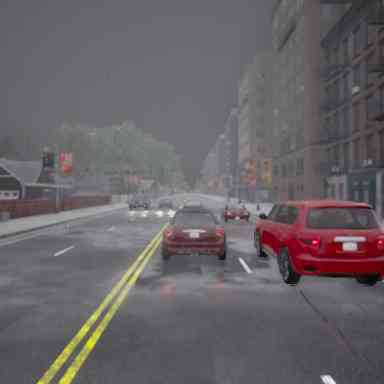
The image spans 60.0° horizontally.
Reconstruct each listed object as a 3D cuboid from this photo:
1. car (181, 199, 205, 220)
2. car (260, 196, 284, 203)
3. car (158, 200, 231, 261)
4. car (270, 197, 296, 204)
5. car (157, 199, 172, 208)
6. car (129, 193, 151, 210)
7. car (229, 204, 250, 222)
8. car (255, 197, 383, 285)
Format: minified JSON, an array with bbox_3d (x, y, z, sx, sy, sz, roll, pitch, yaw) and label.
[{"bbox_3d":[0.079,1.475,29.456,1.882,1.535,5.008,0,0,0],"label":"car"},{"bbox_3d":[16.350,1.564,68.168,4.313,1.339,1.947,0,0,0],"label":"car"},{"bbox_3d":[0.079,1.354,12.460,2.097,1.767,4.553,0,0,0],"label":"car"},{"bbox_3d":[16.359,1.535,60.143,4.206,1.307,1.802,0,0,0],"label":"car"},{"bbox_3d":[-3.349,1.591,43.101,1.895,1.301,4.718,0,0,0],"label":"car"},{"bbox_3d":[-6.600,1.211,42.553,2.150,2.045,5.566,0,0,0],"label":"car"},{"bbox_3d":[3.321,1.600,26.432,1.895,1.301,4.718,0,0,0],"label":"car"},{"bbox_3d":[3.320,1.225,9.664,2.150,2.045,5.566,0,0,0],"label":"car"}]
